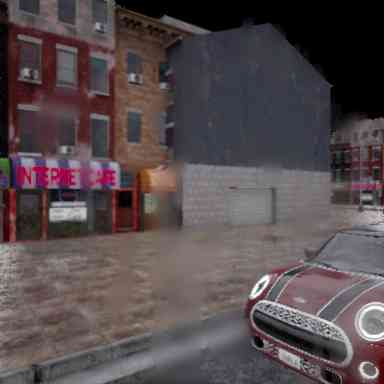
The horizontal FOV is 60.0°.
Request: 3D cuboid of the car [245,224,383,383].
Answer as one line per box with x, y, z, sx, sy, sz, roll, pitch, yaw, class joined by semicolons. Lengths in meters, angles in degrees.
2.963;1.341;5.183;4.553;1.767;2.097;0;0;-35;car
